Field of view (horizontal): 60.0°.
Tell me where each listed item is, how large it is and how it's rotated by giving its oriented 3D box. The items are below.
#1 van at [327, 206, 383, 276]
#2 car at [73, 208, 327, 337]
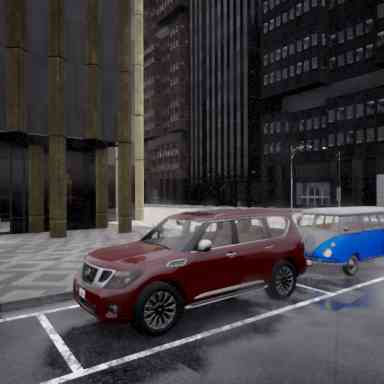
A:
[{"bbox_3d":[4.762,1.341,10.056,3.998,1.788,1.690,0,0,-36],"label":"van"},{"bbox_3d":[0.264,1.315,6.846,5.009,1.841,2.192,0,0,-36],"label":"car"}]
